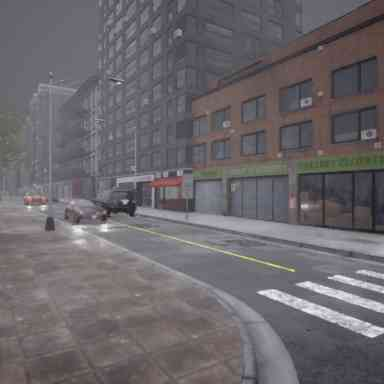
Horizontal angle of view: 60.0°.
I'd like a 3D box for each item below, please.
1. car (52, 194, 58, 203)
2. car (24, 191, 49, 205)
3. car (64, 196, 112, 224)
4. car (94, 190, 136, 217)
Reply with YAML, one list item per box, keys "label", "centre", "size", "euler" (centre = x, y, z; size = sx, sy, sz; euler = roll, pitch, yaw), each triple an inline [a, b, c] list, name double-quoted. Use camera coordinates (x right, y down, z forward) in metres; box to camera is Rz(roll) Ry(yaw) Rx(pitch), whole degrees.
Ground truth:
- label: "car"
  centre: [-21.333, 0.955, 49.462]
  size: [1.895, 1.301, 4.718]
  euler: [0, 0, -33]
- label: "car"
  centre: [-19.712, 0.718, 41.623]
  size: [2.097, 1.767, 4.553]
  euler: [0, 0, -32]
- label: "car"
  centre: [-6.980, 1.158, 21.512]
  size: [1.812, 1.442, 4.674]
  euler: [0, 1, -33]
- label: "car"
  centre: [-6.162, 0.826, 25.736]
  size: [2.150, 2.045, 5.566]
  euler: [0, 1, -32]
